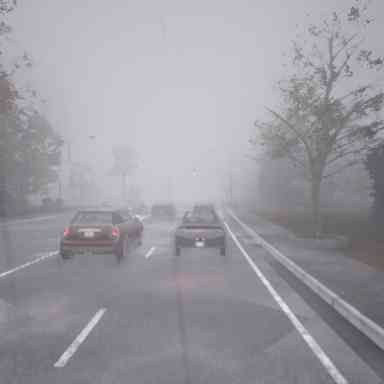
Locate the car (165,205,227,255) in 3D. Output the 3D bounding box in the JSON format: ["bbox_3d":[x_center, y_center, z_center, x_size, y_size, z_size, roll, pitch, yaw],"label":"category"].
[{"bbox_3d":[0.340,1.500,13.324,2.128,1.511,4.902,0,0,2],"label":"car"}]

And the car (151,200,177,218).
[{"bbox_3d":[-2.431,1.495,30.052,1.882,1.535,5.008,0,0,3],"label":"car"}]

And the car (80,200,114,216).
[{"bbox_3d":[-9.435,1.541,33.515,1.812,1.442,4.674,0,0,3],"label":"car"}]

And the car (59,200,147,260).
[{"bbox_3d":[-3.179,1.358,12.630,2.097,1.767,4.553,0,0,2],"label":"car"}]

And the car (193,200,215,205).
[{"bbox_3d":[1.068,1.497,29.938,1.882,1.535,5.008,0,0,3],"label":"car"}]
